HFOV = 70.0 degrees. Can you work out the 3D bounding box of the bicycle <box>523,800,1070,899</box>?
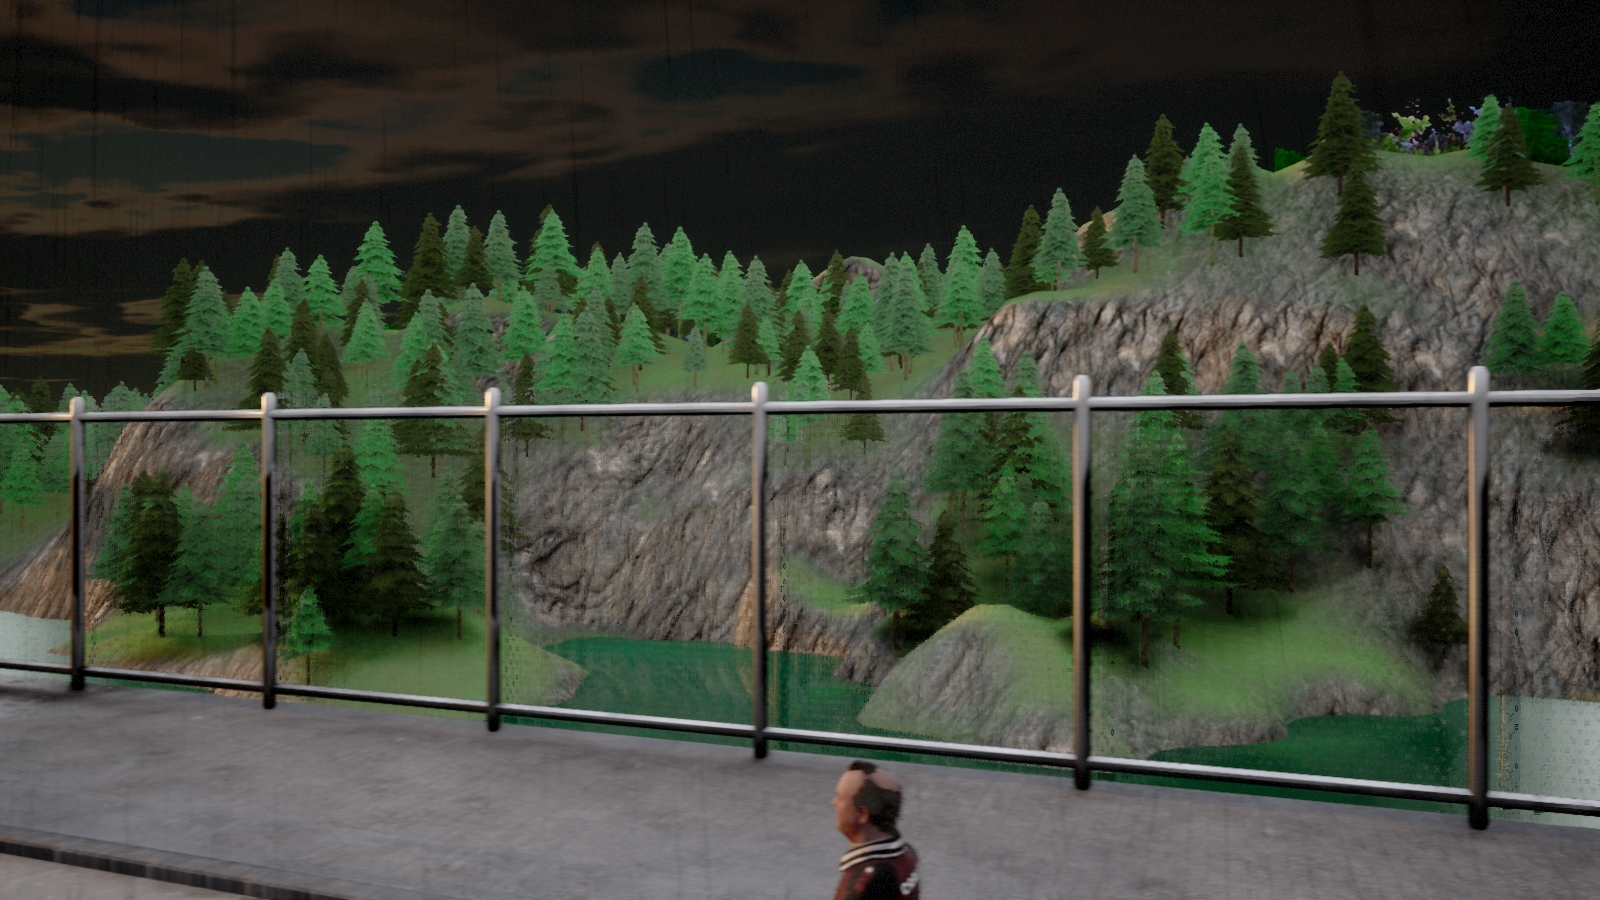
[{"bbox_3d":[-0.053,2.060,3.836,1.835,1.471,0.329,0,0,20],"label":"bicycle"}]
